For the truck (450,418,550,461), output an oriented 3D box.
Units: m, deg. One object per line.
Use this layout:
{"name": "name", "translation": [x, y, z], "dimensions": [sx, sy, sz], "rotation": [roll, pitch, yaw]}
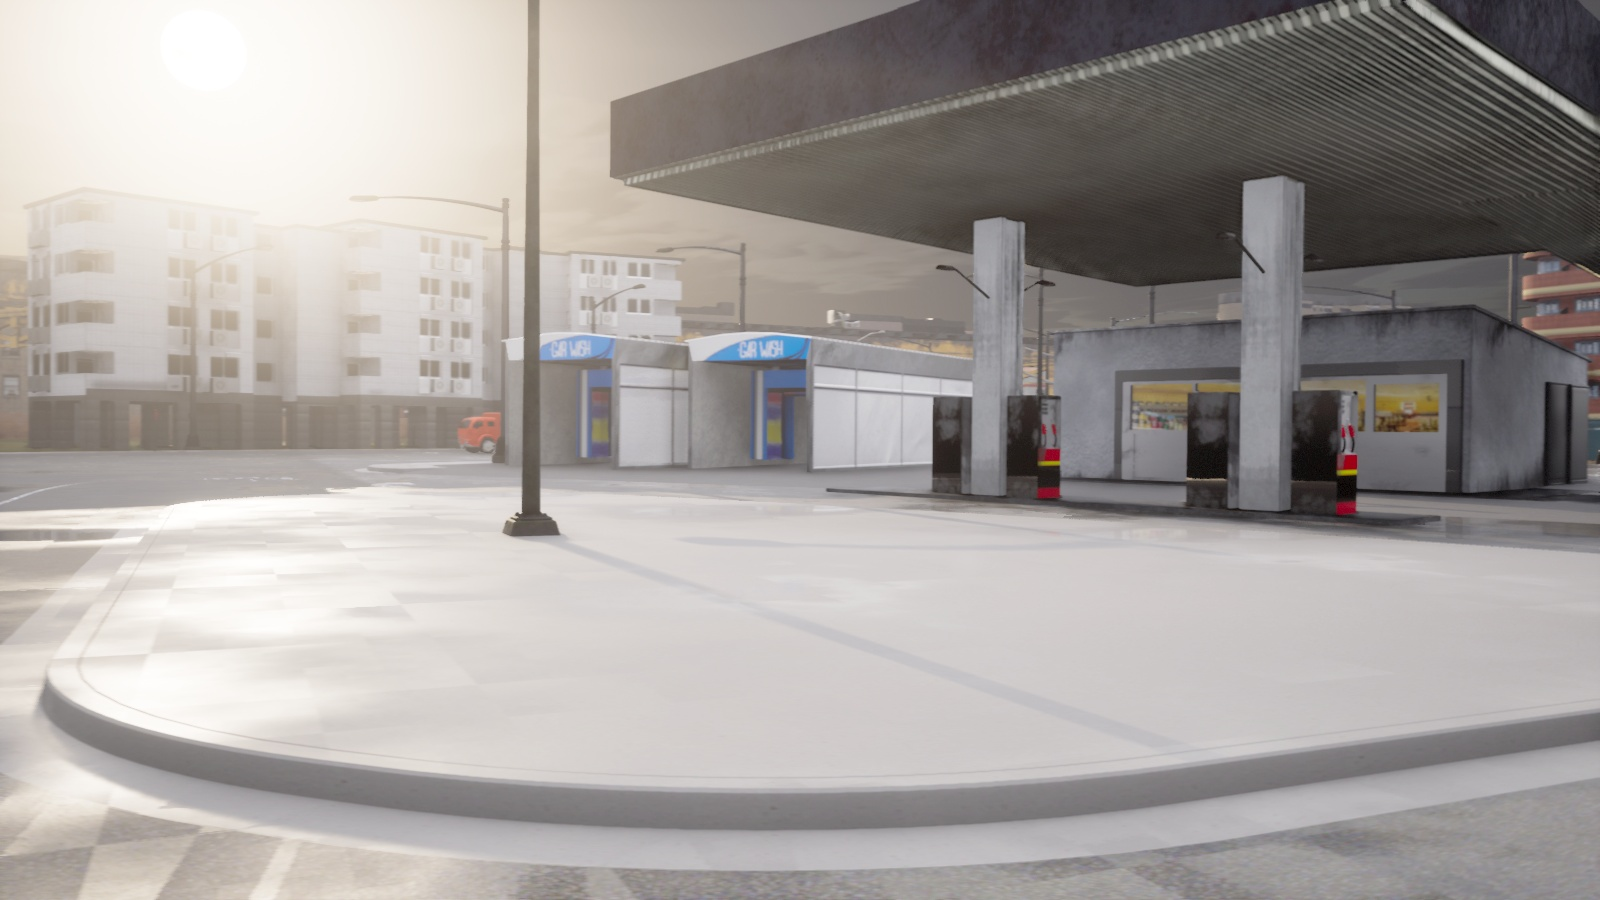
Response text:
{"name": "truck", "translation": [-18.075, -0.634, 75.705], "dimensions": [5.204, 2.467, 2.627], "rotation": [-1, 1, -41]}
